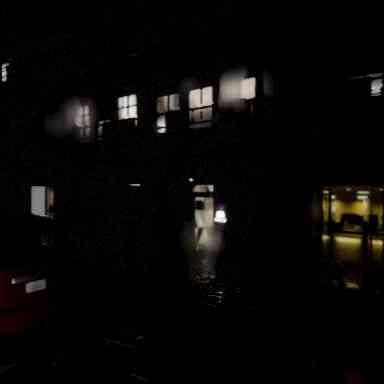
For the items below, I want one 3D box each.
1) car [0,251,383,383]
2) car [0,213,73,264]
[{"bbox_3d":[0.622,1.437,2.429,4.097,1.590,1.967,0,0,36],"label":"car"},{"bbox_3d":[-3.961,1.289,5.698,5.009,1.841,2.192,0,0,36],"label":"car"}]
